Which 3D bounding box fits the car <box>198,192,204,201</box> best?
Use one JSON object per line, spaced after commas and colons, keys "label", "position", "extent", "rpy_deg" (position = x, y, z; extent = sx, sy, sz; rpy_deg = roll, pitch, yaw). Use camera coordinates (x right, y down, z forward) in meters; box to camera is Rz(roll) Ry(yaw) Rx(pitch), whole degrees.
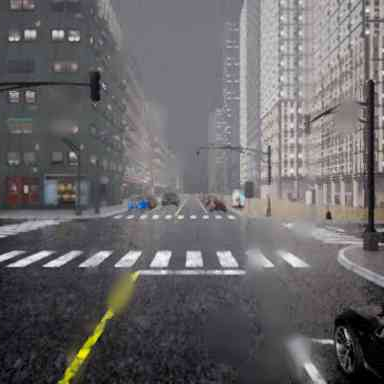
{"label": "car", "position": [2.688, 1.210, 62.581], "extent": [1.967, 1.590, 4.097], "rpy_deg": [0, 0, 0]}

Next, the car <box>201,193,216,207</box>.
{"label": "car", "position": [2.691, 1.267, 45.998], "extent": [1.967, 1.590, 4.097], "rpy_deg": [0, 0, 0]}

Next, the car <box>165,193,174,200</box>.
{"label": "car", "position": [-5.696, 1.143, 84.690], "extent": [1.967, 1.590, 4.097], "rpy_deg": [0, 0, 0]}

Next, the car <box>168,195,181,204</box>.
{"label": "car", "position": [-3.009, 1.266, 57.957], "extent": [1.882, 1.535, 5.008], "rpy_deg": [0, 0, 0]}

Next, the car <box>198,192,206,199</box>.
{"label": "car", "position": [2.684, 1.002, 90.218], "extent": [2.192, 1.841, 5.009], "rpy_deg": [0, 0, 0]}

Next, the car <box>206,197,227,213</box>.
{"label": "car", "position": [2.692, 1.448, 34.943], "extent": [1.802, 1.307, 4.206], "rpy_deg": [0, 0, 0]}

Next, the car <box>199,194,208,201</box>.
{"label": "car", "position": [2.685, 1.264, 79.164], "extent": [1.887, 1.381, 4.507], "rpy_deg": [0, 0, 0]}

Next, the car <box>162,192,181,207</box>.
{"label": "car", "position": [-3.007, 1.064, 46.477], "extent": [2.150, 2.045, 5.566], "rpy_deg": [0, 0, 0]}

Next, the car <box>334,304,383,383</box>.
{"label": "car", "position": [2.697, 1.555, 2.538], "extent": [1.947, 1.339, 4.313], "rpy_deg": [0, 0, 0]}

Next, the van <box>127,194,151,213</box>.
{"label": "van", "position": [-5.688, 1.207, 34.942], "extent": [1.690, 1.788, 3.998], "rpy_deg": [0, 0, 0]}

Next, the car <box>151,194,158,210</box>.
{"label": "car", "position": [-5.688, 1.161, 40.470], "extent": [2.192, 1.841, 5.009], "rpy_deg": [0, 0, 0]}

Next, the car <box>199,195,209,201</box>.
{"label": "car", "position": [2.685, 1.287, 73.637], "extent": [2.008, 1.369, 4.403], "rpy_deg": [0, 0, 0]}

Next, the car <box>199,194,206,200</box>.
{"label": "car", "position": [2.683, 1.285, 84.691], "extent": [1.802, 1.307, 4.206], "rpy_deg": [0, 0, 0]}
